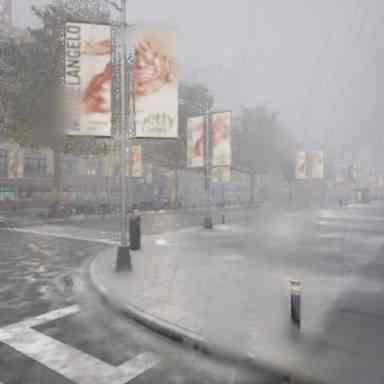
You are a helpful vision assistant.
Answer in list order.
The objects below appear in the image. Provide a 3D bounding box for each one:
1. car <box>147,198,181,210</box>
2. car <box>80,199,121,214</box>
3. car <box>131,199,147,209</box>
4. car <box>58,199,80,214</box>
[{"bbox_3d":[-3.235,1.546,43.005,1.812,1.442,4.674,0,0,35],"label":"car"},{"bbox_3d":[-9.074,1.583,34.798,1.994,1.385,4.181,0,0,35],"label":"car"},{"bbox_3d":[-6.431,1.586,44.557,1.994,1.385,4.181,0,0,36],"label":"car"},{"bbox_3d":[-12.202,1.513,36.423,2.128,1.511,4.902,0,0,36],"label":"car"}]
